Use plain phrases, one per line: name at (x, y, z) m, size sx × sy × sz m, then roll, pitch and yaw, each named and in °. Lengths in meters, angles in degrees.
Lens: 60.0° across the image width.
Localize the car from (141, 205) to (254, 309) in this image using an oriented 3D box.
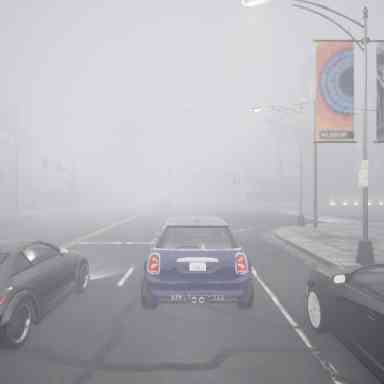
car at (0.099, 1.352, 8.044) m, size 2.097 × 1.767 × 4.553 m, roll 0°, pitch 0°, yaw 0°

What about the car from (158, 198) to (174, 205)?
car at (-3.403, 1.547, 43.361) m, size 2.033 × 1.411 × 5.357 m, roll 0°, pitch 0°, yaw 0°

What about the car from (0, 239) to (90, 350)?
car at (-3.401, 1.564, 6.224) m, size 1.994 × 1.385 × 4.181 m, roll 0°, pitch 0°, yaw 0°

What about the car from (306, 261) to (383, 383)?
car at (2.900, 1.480, 3.761) m, size 2.097 × 1.535 × 5.008 m, roll 0°, pitch 0°, yaw 0°
